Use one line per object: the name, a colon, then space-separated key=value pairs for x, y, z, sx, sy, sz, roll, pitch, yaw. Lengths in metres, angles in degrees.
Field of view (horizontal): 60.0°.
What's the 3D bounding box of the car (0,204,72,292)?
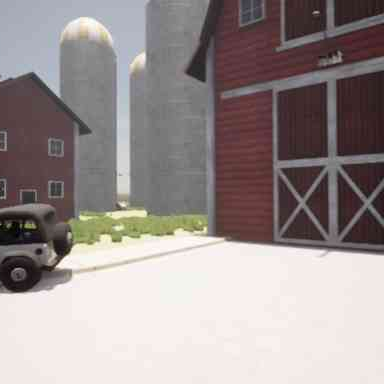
car: x=-5.061 y=1.333 z=8.312 sx=3.866 sy=1.878 sz=1.905 roll=-2 pitch=5 yaw=-7
